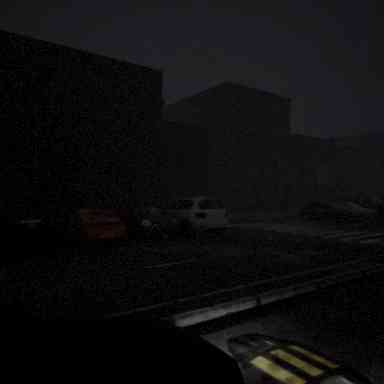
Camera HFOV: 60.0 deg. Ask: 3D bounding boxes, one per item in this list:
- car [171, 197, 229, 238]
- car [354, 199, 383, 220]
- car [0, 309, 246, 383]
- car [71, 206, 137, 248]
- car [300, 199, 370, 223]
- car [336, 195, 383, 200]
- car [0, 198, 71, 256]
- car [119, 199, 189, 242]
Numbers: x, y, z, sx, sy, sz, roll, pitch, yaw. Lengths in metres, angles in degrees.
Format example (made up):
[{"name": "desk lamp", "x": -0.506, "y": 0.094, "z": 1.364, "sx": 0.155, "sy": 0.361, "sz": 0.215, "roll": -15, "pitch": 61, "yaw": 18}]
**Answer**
[{"name": "car", "x": -0.343, "y": 1.281, "z": 18.415, "sx": 2.435, "sy": 2.045, "sz": 5.566, "roll": 0, "pitch": 0, "yaw": -35}, {"name": "car", "x": 13.143, "y": 1.580, "z": 28.001, "sx": 2.002, "sy": 1.452, "sz": 4.674, "roll": 0, "pitch": 0, "yaw": -35}, {"name": "car", "x": -1.747, "y": 1.505, "z": 1.887, "sx": 4.892, "sy": 1.490, "sz": 1.837, "roll": 0, "pitch": 0, "yaw": -35}, {"name": "car", "x": -4.714, "y": 1.523, "z": 15.257, "sx": 2.097, "sy": 1.535, "sz": 5.008, "roll": 0, "pitch": 0, "yaw": -35}, {"name": "car", "x": 10.916, "y": 1.570, "z": 26.374, "sx": 2.163, "sy": 1.488, "sz": 4.792, "roll": 0, "pitch": 0, "yaw": -35}, {"name": "car", "x": 15.407, "y": 1.287, "z": 29.578, "sx": 2.435, "sy": 2.045, "sz": 5.566, "roll": 0, "pitch": 0, "yaw": -35}, {"name": "car", "x": -7.080, "y": 1.266, "z": 13.611, "sx": 2.435, "sy": 2.045, "sz": 5.566, "roll": 0, "pitch": 0, "yaw": -35}, {"name": "car", "x": -2.490, "y": 1.402, "z": 16.887, "sx": 2.185, "sy": 1.767, "sz": 4.553, "roll": 0, "pitch": 0, "yaw": -35}]
